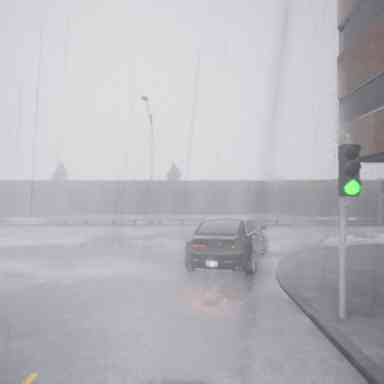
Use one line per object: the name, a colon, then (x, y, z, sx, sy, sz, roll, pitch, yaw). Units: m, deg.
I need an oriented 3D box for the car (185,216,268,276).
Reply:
car: (1.221, 1.517, 10.576, 1.837, 1.490, 4.892, -1, 0, 18)
